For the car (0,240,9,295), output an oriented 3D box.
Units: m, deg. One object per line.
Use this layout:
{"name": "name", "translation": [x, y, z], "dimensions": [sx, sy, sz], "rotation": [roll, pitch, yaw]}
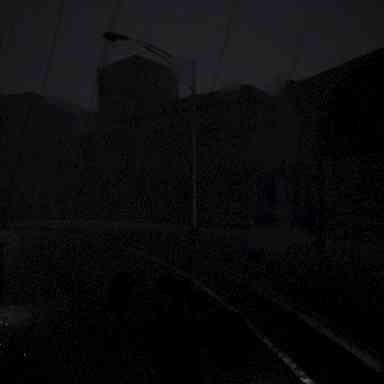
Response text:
{"name": "car", "translation": [-5.955, 1.730, 8.768], "dimensions": [1.812, 1.442, 4.674], "rotation": [-1, -1, -29]}
